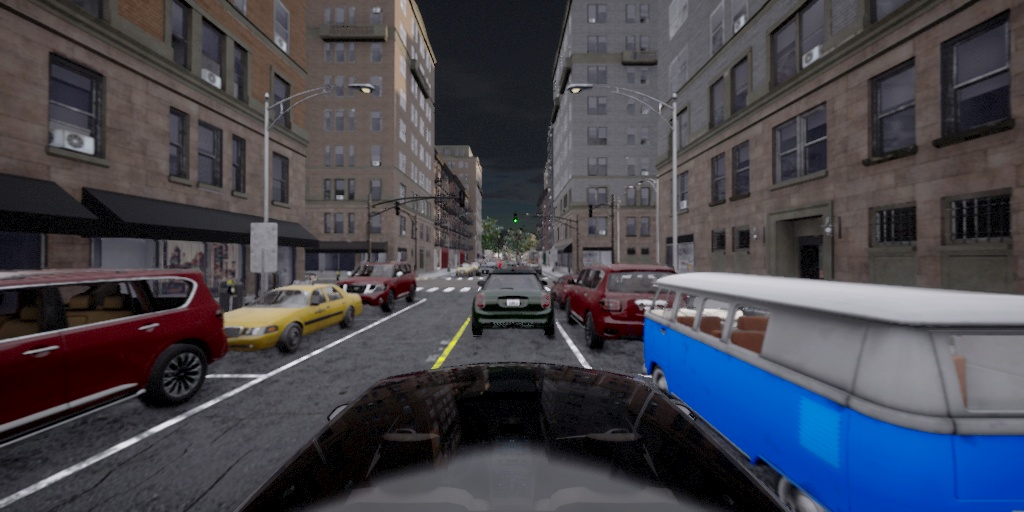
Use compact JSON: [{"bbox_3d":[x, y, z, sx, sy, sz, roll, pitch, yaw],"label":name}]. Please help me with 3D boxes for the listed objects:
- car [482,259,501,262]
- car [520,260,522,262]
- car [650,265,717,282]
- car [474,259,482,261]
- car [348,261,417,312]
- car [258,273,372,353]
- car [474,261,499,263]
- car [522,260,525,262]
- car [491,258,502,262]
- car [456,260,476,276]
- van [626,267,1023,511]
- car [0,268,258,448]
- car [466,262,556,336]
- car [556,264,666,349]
[{"bbox_3d":[-2.906,1.537,50.628,1.882,1.535,5.008,0,0,0],"label":"car"},{"bbox_3d":[2.573,1.624,52.850,2.007,1.370,4.403,0,0,0],"label":"car"},{"bbox_3d":[14.325,1.457,30.056,4.718,1.301,1.895,0,0,-3],"label":"car"},{"bbox_3d":[-5.476,1.599,52.669,1.751,1.417,4.829,0,0,0],"label":"car"},{"bbox_3d":[-5.417,1.148,14.869,2.192,1.841,5.009,0,0,0],"label":"car"},{"bbox_3d":[-5.409,1.323,9.020,1.751,1.417,4.829,0,0,0],"label":"car"},{"bbox_3d":[-2.909,1.560,40.611,1.994,1.385,4.181,0,0,0],"label":"car"},{"bbox_3d":[2.580,1.584,47.368,1.888,1.381,4.507,0,0,0],"label":"car"},{"bbox_3d":[-2.888,1.366,63.424,2.150,2.045,5.566,0,-1,0],"label":"car"},{"bbox_3d":[-5.466,1.529,41.706,1.751,1.417,4.829,0,0,0],"label":"car"},{"bbox_3d":[2.635,1.102,3.521,1.690,1.789,3.998,0,0,0],"label":"van"},{"bbox_3d":[-5.401,1.076,3.513,2.192,1.841,5.009,0,0,0],"label":"car"},{"bbox_3d":[0.013,1.159,10.768,2.097,1.767,4.553,0,0,0],"label":"car"},{"bbox_3d":[2.628,1.112,9.200,2.192,1.841,5.009,0,0,0],"label":"car"}]
